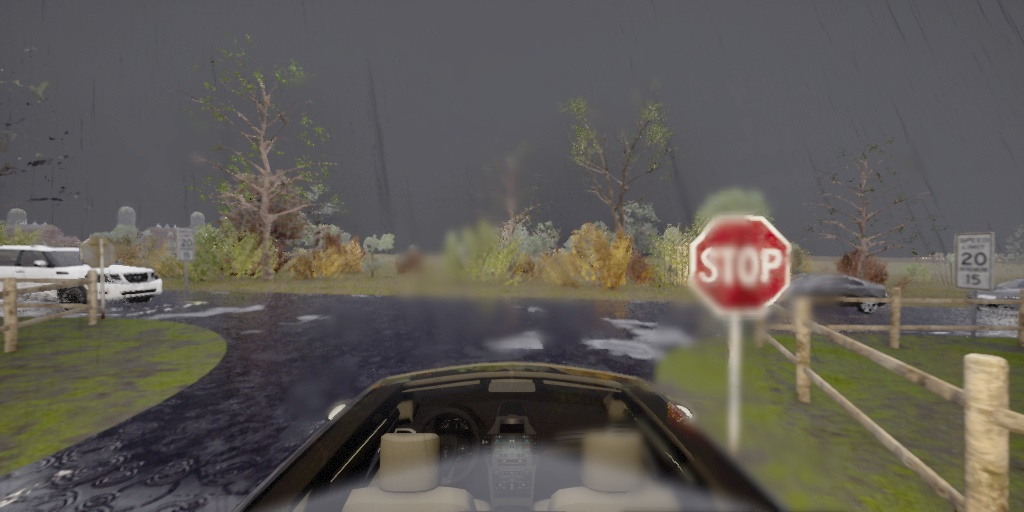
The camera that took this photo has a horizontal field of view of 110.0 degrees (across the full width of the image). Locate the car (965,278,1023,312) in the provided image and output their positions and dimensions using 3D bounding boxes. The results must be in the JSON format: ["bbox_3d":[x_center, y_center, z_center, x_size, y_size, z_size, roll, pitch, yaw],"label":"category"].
[{"bbox_3d":[22.123,1.693,15.010,4.902,1.511,2.128,1,1,0],"label":"car"}]

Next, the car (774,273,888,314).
[{"bbox_3d":[12.707,1.496,15.032,4.902,1.511,2.128,1,1,0],"label":"car"}]

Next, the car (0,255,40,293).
[{"bbox_3d":[-23.651,0.709,15.137,5.008,1.535,1.882,1,1,0],"label":"car"}]

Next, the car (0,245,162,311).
[{"bbox_3d":[-15.327,0.675,12.145,5.566,2.045,2.150,1,1,0],"label":"car"}]
